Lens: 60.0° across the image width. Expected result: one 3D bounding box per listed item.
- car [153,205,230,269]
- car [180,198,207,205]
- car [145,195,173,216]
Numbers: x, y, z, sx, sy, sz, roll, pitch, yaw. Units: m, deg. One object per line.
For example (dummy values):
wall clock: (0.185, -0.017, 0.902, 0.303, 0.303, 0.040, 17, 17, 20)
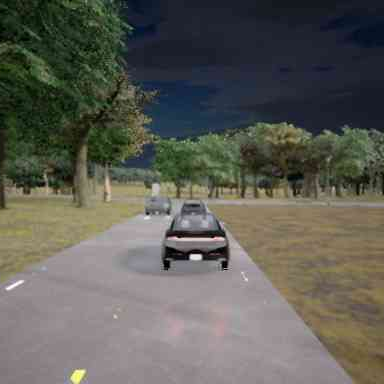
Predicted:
car: (0.100, 1.380, 10.666, 2.128, 1.511, 4.902, 0, 1, 0)
car: (0.113, 1.257, 26.349, 1.837, 1.490, 4.892, 0, 0, 0)
car: (-2.819, 1.086, 29.040, 2.097, 1.767, 4.553, 0, 0, 0)
